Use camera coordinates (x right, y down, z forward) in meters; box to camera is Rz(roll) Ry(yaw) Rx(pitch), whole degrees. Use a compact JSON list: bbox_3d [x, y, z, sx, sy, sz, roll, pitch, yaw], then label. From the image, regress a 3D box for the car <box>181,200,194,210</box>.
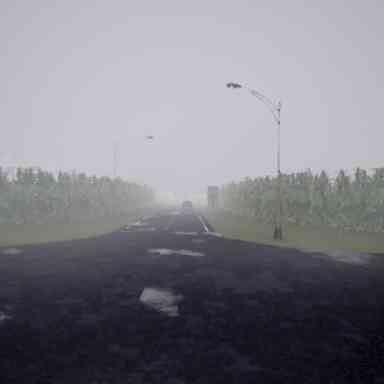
[{"bbox_3d":[-0.754,2.115,53.332,1.837,1.490,4.892,0,-1,-1],"label":"car"}]
